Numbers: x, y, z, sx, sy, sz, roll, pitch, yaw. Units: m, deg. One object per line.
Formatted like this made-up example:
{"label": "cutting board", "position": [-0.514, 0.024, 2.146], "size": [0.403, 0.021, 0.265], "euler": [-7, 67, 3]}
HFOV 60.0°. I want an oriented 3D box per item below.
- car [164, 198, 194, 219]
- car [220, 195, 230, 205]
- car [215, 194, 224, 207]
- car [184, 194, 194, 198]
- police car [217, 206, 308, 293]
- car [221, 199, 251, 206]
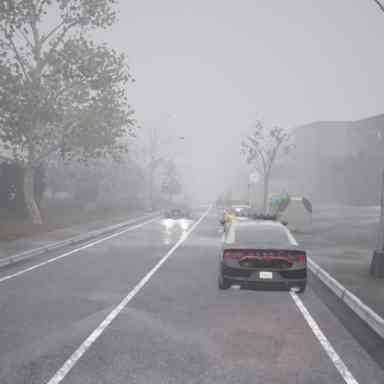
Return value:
{"label": "car", "position": [-1.036, 1.436, 27.440], "size": [1.994, 1.385, 4.181], "euler": [1, 0, 6]}
{"label": "car", "position": [3.386, 1.277, 24.929], "size": [2.097, 1.767, 4.553], "euler": [1, 0, 6]}
{"label": "car", "position": [4.482, 1.165, 48.082], "size": [2.097, 1.767, 4.553], "euler": [0, 0, 3]}
{"label": "car", "position": [-0.674, 1.200, 76.429], "size": [1.882, 1.535, 5.008], "euler": [-1, 0, -9]}
{"label": "police car", "position": [1.720, 1.414, 9.083], "size": [1.930, 1.638, 5.238], "euler": [1, 0, 6]}
{"label": "car", "position": [2.778, 1.405, 19.154], "size": [1.801, 1.575, 5.366], "euler": [1, 0, 6]}
